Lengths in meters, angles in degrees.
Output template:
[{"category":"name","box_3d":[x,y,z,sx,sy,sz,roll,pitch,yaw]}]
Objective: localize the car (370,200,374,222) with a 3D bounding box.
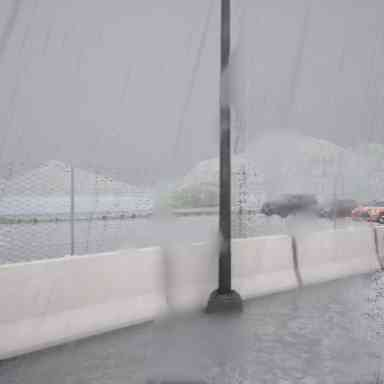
[{"category":"car","box_3d":[13.888,1.337,24.399,4.553,1.767,2.097,0,0,-27]}]

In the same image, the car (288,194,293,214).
[{"category":"car","box_3d":[8.828,1.193,29.673,5.566,2.045,2.150,0,0,-28]}]
